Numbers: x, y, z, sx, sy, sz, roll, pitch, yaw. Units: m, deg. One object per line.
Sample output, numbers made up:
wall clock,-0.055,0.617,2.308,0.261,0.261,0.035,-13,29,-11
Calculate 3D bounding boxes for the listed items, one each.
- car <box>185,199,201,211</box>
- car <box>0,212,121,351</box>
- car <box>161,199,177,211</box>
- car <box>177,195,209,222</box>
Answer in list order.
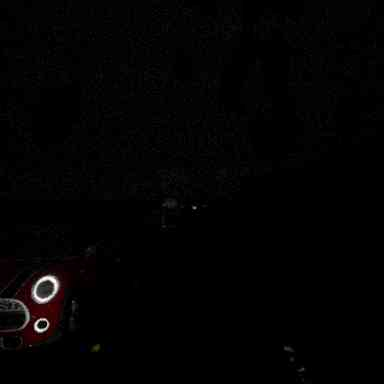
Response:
car,0.106,1.647,43.553,1.895,1.301,4.718,0,0,0
car,-2.837,1.358,6.543,2.097,1.767,4.553,0,0,0
car,-2.829,1.570,42.321,1.812,1.442,4.674,0,0,0
car,0.115,1.248,26.648,2.150,2.045,5.566,0,0,-1
